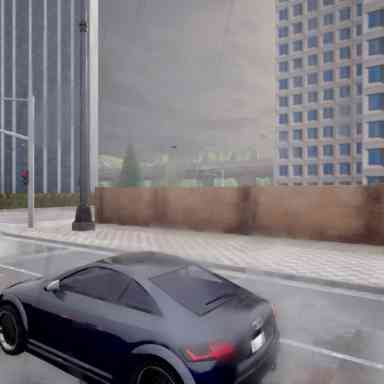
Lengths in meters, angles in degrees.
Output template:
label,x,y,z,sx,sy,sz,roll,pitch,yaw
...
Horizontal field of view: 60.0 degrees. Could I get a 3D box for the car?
label,x,y,z,sx,sy,sz,roll,pitch,yaw
car,-0.946,1.564,4.677,4.181,1.385,1.994,0,0,35
